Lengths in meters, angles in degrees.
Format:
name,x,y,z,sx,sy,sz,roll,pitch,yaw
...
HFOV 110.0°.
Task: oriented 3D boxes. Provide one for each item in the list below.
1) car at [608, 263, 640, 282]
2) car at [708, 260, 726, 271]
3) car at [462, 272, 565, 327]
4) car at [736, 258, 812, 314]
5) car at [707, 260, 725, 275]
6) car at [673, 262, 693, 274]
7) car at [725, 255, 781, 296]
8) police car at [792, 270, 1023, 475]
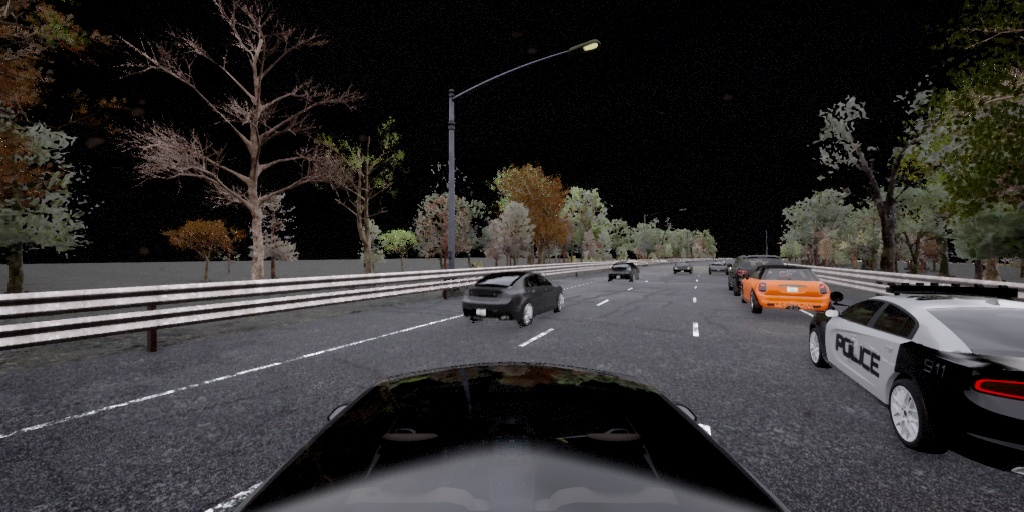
name,x,y,z,sx,sy,sz,roll,pitch,yaw
car,9.070,1.264,28.853,1.837,1.490,4.892,0,1,28
car,29.119,1.333,50.884,2.033,1.411,5.357,0,0,30
car,0.255,1.254,11.744,1.837,1.490,4.892,0,0,26
car,9.987,1.102,13.431,2.097,1.767,4.553,0,0,27
car,22.610,1.261,39.273,2.128,1.511,4.902,0,0,30
car,19.490,1.369,40.726,1.895,1.301,4.718,0,0,29
car,12.723,0.978,18.754,2.150,2.045,5.566,0,0,27
police car,5.627,1.175,4.727,1.930,1.638,5.238,0,0,26
